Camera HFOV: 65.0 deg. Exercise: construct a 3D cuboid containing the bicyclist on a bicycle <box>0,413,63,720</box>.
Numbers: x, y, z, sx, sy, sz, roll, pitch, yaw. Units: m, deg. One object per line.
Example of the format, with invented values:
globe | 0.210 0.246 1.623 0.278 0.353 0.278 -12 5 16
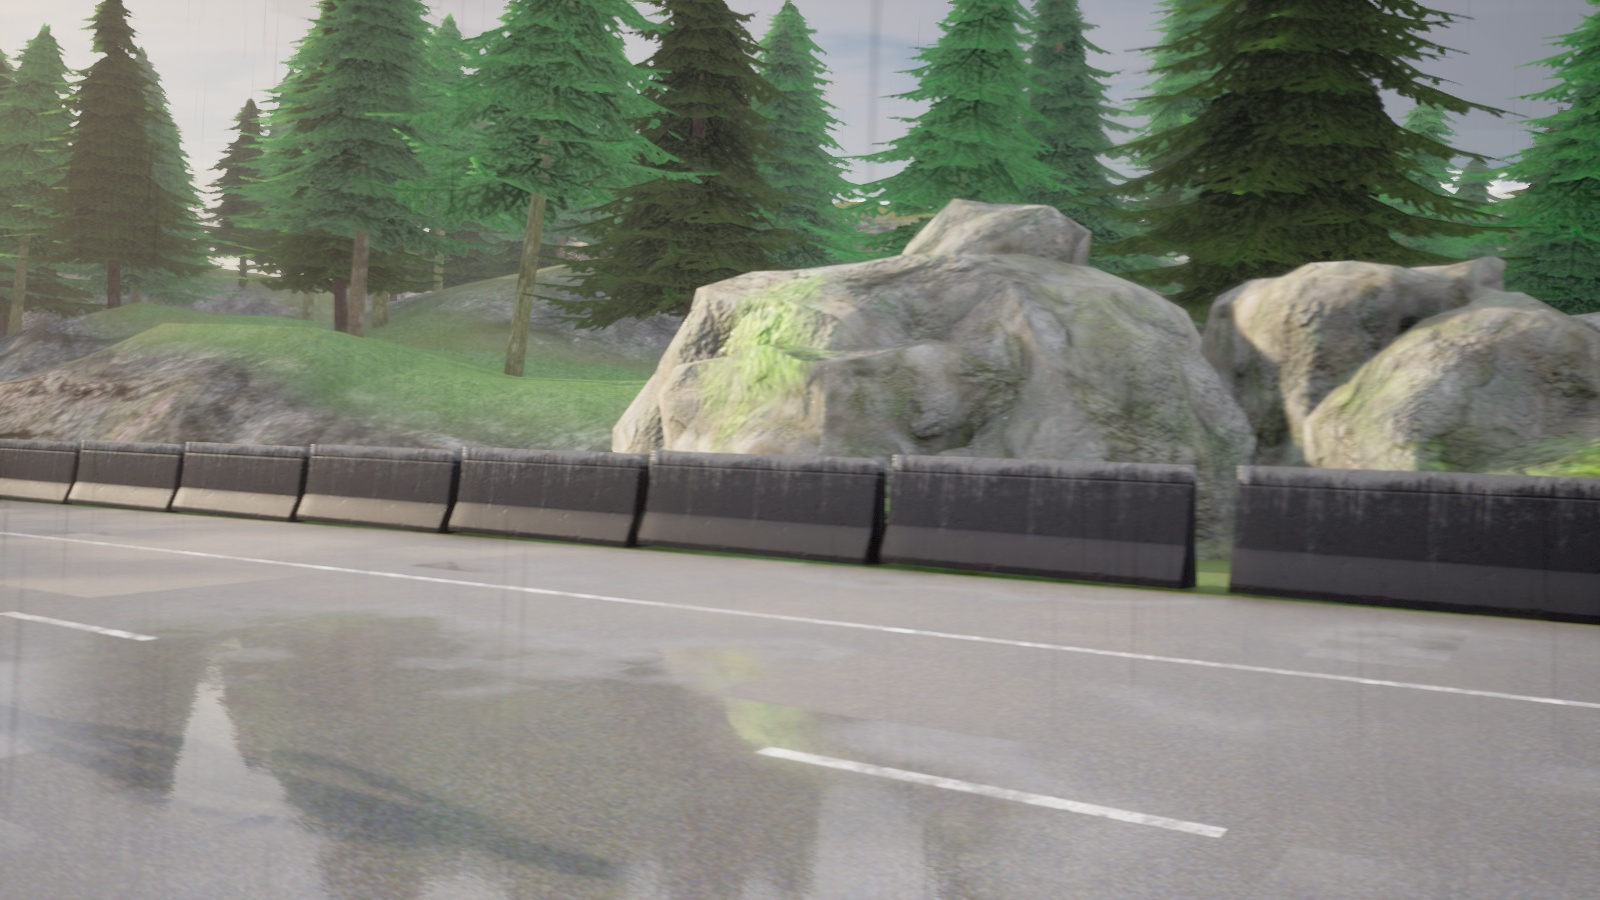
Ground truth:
bicyclist on a bicycle | -4.902 0.615 6.909 1.509 1.612 0.866 0 1 34
